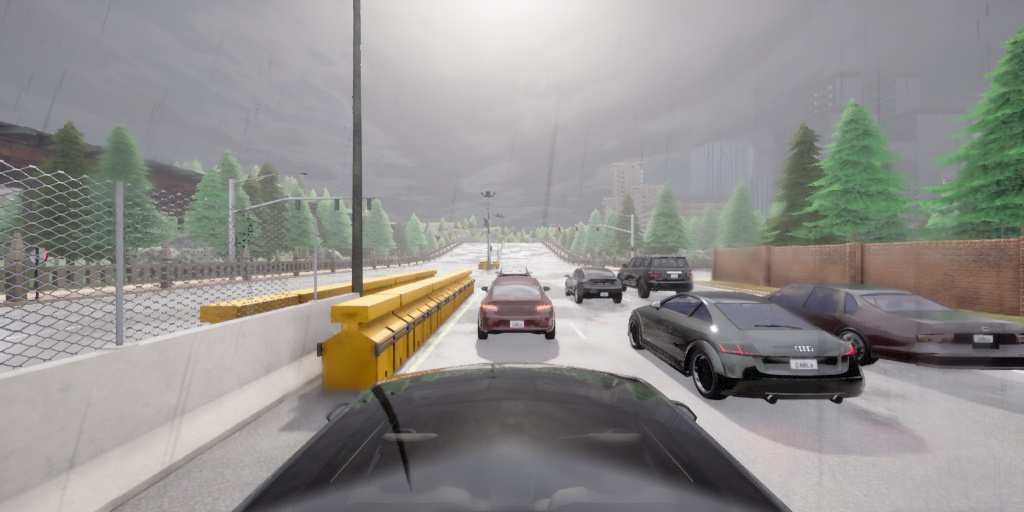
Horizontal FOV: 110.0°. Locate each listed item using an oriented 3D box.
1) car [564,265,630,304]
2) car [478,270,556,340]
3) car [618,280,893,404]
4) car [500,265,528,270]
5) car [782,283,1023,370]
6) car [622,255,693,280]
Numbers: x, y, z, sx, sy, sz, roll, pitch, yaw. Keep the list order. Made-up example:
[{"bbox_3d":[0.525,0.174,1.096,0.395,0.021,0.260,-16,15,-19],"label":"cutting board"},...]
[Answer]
[{"bbox_3d":[3.605,1.255,16.424,1.837,1.490,4.892,0,0,0],"label":"car"},{"bbox_3d":[0.104,1.276,9.884,1.812,1.442,4.674,0,0,0],"label":"car"},{"bbox_3d":[3.604,1.314,6.458,1.994,1.385,4.181,0,0,-1],"label":"car"},{"bbox_3d":[0.107,1.241,19.130,2.128,1.511,4.902,0,0,0],"label":"car"},{"bbox_3d":[7.102,1.297,7.911,2.033,1.411,5.357,0,0,0],"label":"car"},{"bbox_3d":[7.105,0.972,18.366,2.150,2.045,5.566,0,0,0],"label":"car"}]
